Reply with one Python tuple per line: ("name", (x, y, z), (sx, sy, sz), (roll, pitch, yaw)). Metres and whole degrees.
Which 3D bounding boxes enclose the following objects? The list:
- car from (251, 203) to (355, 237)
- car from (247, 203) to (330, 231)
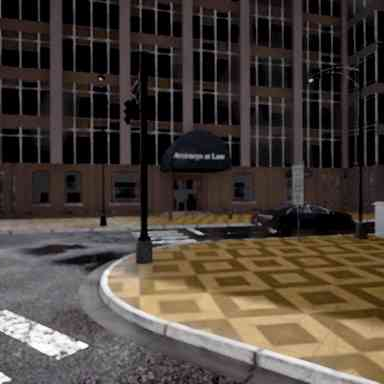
("car", (5.557, 1.303, 16.268), (4.902, 1.511, 2.128), (0, 0, -14))
("car", (5.518, 1.380, 19.195), (4.181, 1.385, 1.994), (-1, 0, -14))
